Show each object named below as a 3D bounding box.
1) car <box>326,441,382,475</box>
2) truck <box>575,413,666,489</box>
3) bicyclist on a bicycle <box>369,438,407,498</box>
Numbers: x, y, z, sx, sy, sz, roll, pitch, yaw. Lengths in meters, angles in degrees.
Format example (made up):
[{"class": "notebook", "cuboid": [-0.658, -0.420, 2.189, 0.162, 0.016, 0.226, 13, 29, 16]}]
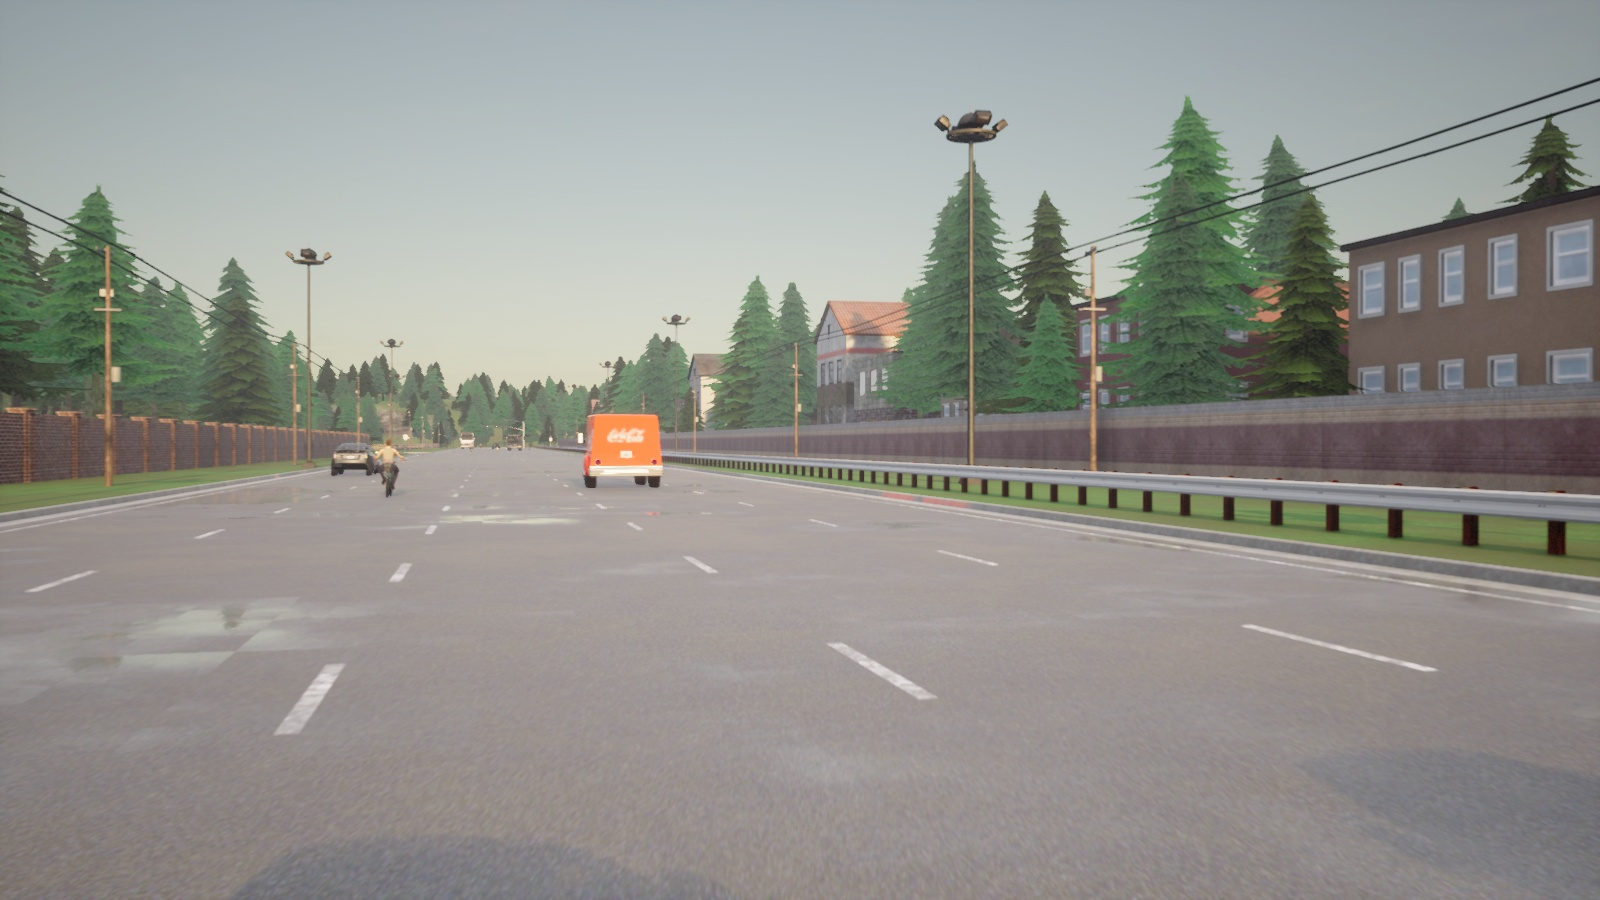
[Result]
[{"class": "car", "cuboid": [-20.944, 0.343, 59.101, 2.007, 1.525, 4.514, 0, 0, -14]}, {"class": "truck", "cuboid": [-6.278, 0.011, 43.339, 2.627, 2.467, 5.204, 0, 0, -14]}, {"class": "bicyclist on a bicycle", "cuboid": [-11.383, 0.478, 34.726, 0.866, 1.612, 1.509, 0, 0, -13]}]
